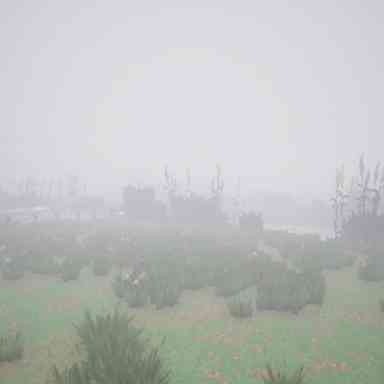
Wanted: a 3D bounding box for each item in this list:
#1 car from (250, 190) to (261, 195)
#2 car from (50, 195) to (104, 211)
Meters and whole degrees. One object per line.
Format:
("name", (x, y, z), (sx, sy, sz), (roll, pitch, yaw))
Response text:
("car", (10.286, 0.765, 47.464), (2.150, 2.045, 5.566), (0, -2, 44))
("car", (-10.407, 1.107, 30.325), (1.837, 1.490, 4.892), (0, 3, 41))
